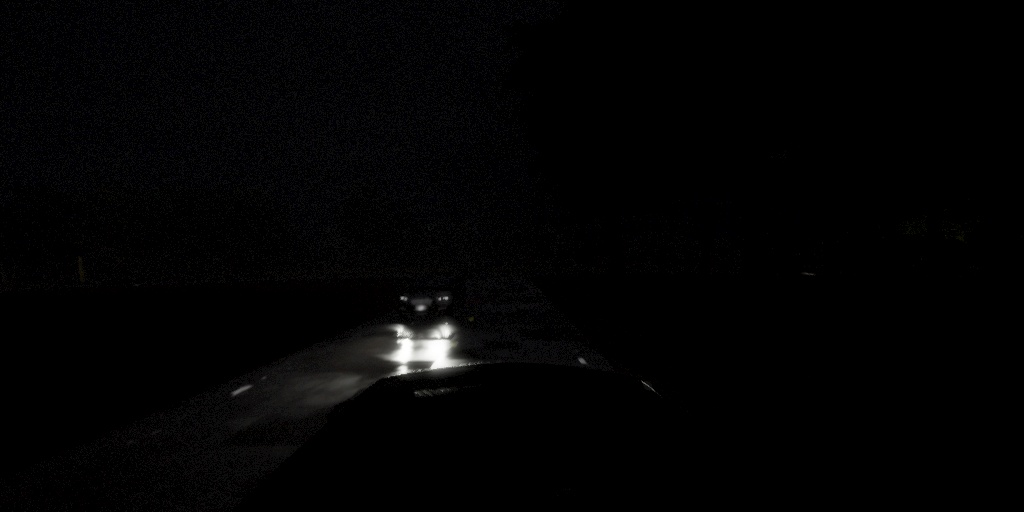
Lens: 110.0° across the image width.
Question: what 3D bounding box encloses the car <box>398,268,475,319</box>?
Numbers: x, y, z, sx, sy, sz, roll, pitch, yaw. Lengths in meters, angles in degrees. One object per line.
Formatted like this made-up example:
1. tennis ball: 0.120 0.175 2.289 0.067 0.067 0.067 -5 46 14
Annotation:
1. car: -2.845 1.392 13.684 2.128 1.511 4.902 0 -1 0

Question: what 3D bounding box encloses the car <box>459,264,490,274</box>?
1. car: -5.944 2.056 56.264 4.902 1.511 2.128 -2 -2 0
